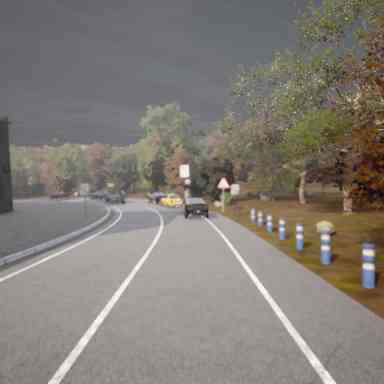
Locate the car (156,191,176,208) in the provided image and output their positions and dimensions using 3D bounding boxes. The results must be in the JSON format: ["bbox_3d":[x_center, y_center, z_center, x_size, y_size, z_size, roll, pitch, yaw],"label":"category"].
[{"bbox_3d":[-2.241,0.884,37.152,1.801,1.575,5.366,-2,2,-17],"label":"car"}]

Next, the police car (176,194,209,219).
[{"bbox_3d":[0.099,1.138,26.894,1.930,1.638,5.238,-1,2,-8],"label":"police car"}]

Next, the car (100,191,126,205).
[{"bbox_3d":[-10.594,0.976,45.612,2.033,1.411,5.357,-3,2,-27],"label":"car"}]

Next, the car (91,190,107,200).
[{"bbox_3d":[-16.578,0.506,60.355,2.097,1.767,4.553,-6,4,-43],"label":"car"}]

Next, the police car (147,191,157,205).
[{"bbox_3d":[-4.384,0.712,42.959,1.930,1.638,5.238,-3,2,-23],"label":"police car"}]

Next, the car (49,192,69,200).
[{"bbox_3d":[-28.224,0.748,70.555,5.008,1.535,1.882,-2,4,33],"label":"car"}]
